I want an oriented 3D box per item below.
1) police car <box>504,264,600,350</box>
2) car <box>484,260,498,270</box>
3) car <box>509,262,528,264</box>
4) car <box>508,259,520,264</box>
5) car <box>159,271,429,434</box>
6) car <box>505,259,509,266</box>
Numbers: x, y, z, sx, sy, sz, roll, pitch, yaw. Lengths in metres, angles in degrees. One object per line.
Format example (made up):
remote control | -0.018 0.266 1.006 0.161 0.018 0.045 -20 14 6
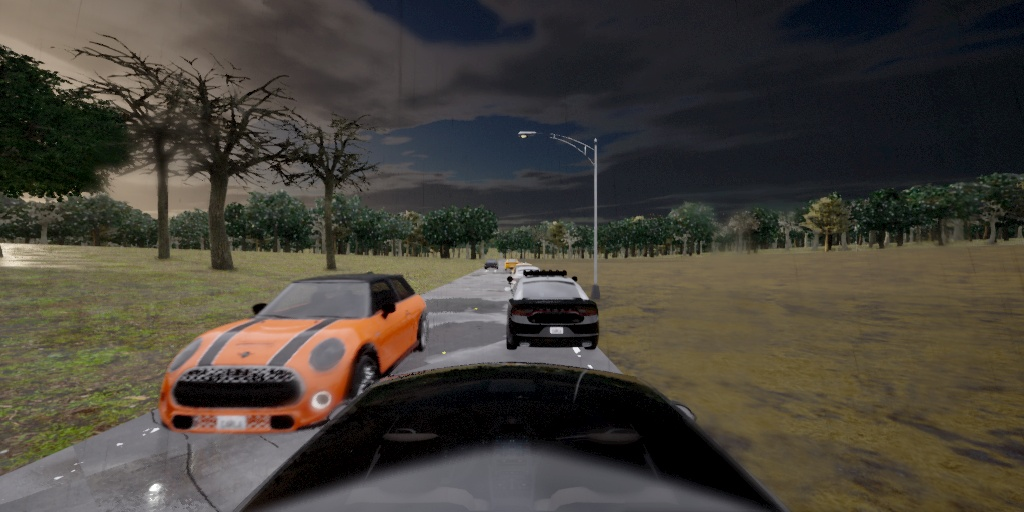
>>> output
police car | 0.823 1.171 9.213 1.930 1.638 5.238 0 0 0
car | -2.860 1.206 49.953 2.033 1.411 5.357 0 0 0
car | 0.822 1.260 19.103 1.812 1.442 4.674 0 0 0
car | 0.820 1.180 25.293 1.801 1.575 5.366 0 0 0
car | -2.852 1.100 5.887 2.097 1.767 4.553 0 0 0
car | 0.028 1.142 48.502 1.882 1.535 5.008 0 0 0
